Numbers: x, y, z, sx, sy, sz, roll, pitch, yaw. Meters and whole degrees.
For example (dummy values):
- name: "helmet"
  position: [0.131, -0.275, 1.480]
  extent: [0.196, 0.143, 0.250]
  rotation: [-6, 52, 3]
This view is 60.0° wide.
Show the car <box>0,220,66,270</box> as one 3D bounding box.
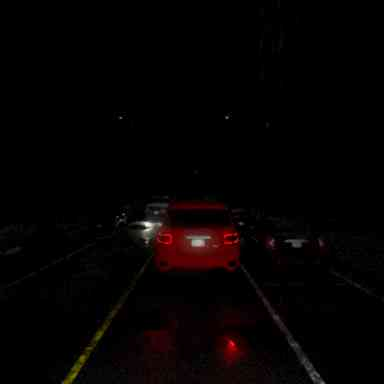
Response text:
- name: "car"
  position: [-5.620, 1.634, 11.167]
  extent: [1.802, 1.307, 4.206]
  rotation: [0, 0, 0]

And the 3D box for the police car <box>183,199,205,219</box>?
- name: "police car"
  position: [0.156, 1.581, 32.255]
  extent: [1.930, 1.638, 5.238]
  rotation: [0, 0, 0]

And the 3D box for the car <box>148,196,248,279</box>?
- name: "car"
  position: [0.147, 1.272, 10.334]
  extent: [2.150, 2.045, 5.566]
  rotation: [0, 0, 0]

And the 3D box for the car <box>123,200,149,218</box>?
- name: "car"
  position: [-5.511, 1.599, 33.173]
  extent: [1.967, 1.590, 4.097]
  rotation: [0, 0, 0]

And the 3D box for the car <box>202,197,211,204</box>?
- name: "car"
  position: [3.271, 1.937, 75.797]
  extent: [1.752, 1.417, 4.829]
  rotation: [0, 0, 0]

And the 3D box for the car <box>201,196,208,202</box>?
- name: "car"
  position: [3.380, 1.969, 91.853]
  extent: [1.967, 1.590, 4.097]
  rotation: [0, 0, 0]

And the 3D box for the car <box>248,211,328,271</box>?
- name: "car"
  position: [2.905, 1.493, 11.125]
  extent: [1.967, 1.590, 4.097]
  rotation: [0, 0, 0]

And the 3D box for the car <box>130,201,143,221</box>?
- name: "car"
  position: [-5.538, 1.714, 27.670]
  extent: [1.802, 1.307, 4.206]
  rotation: [0, 0, 0]

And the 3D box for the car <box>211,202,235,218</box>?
- name: "car"
  position: [3.015, 1.726, 33.129]
  extent: [1.947, 1.339, 4.313]
  rotation: [0, 0, 0]

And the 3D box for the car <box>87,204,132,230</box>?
- name: "car"
  position: [-5.565, 1.671, 22.169]
  extent: [1.947, 1.339, 4.313]
  rotation: [0, 0, 0]

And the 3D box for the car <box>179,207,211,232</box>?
- name: "car"
  position: [0.204, 1.706, 21.991]
  extent: [1.895, 1.301, 4.718]
  rotation: [0, 0, 0]

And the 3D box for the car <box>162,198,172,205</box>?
- name: "car"
  position: [-5.291, 1.956, 70.273]
  extent: [1.802, 1.307, 4.206]
  rotation: [0, 0, 0]

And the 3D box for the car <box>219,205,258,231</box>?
- name: "car"
  position: [2.960, 1.657, 22.127]
  extent: [2.008, 1.369, 4.403]
  rotation: [0, 0, 0]

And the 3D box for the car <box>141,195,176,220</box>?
- name: "car"
  position: [-2.894, 1.366, 29.924]
  extent: [2.150, 2.045, 5.566]
  rotation: [0, -1, 1]
